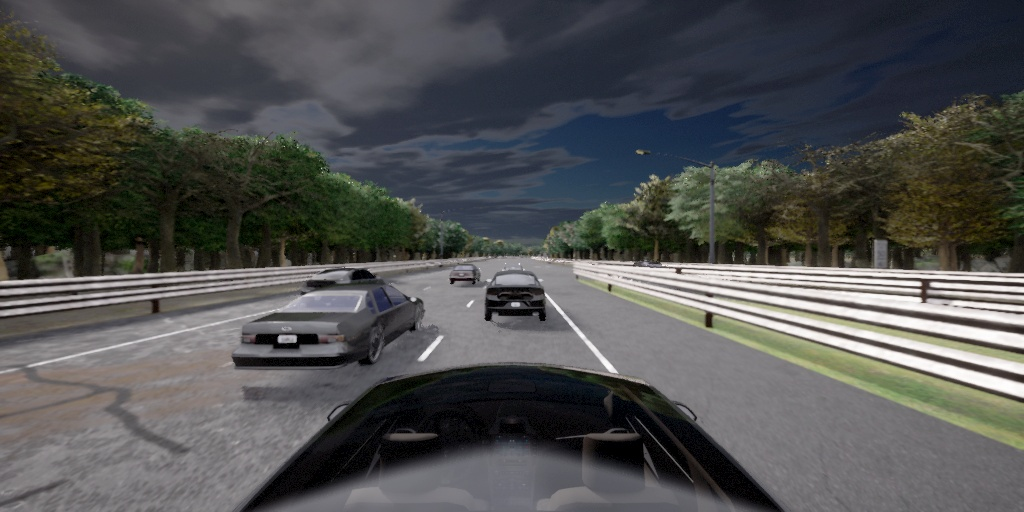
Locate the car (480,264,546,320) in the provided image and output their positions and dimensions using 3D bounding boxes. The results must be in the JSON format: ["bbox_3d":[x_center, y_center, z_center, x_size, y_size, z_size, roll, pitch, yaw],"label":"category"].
[{"bbox_3d":[0.104,1.228,12.674,1.882,1.535,5.008,0,0,0],"label":"car"}]

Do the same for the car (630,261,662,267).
[{"bbox_3d":[11.689,1.278,32.181,2.033,1.649,4.856,0,0,-13],"label":"car"}]

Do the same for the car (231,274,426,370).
[{"bbox_3d":[-3.394,1.299,7.918,2.033,1.411,5.357,0,0,0],"label":"car"}]

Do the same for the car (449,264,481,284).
[{"bbox_3d":[-3.391,1.300,26.591,2.033,1.411,5.357,0,0,0],"label":"car"}]

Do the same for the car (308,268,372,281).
[{"bbox_3d":[-6.897,1.256,15.214,1.837,1.490,4.892,0,0,0],"label":"car"}]
